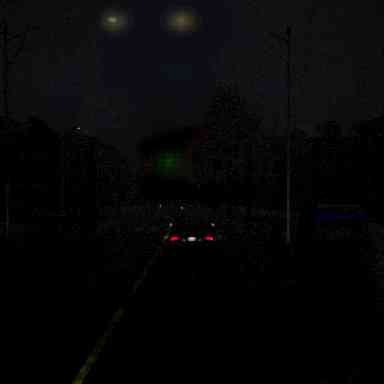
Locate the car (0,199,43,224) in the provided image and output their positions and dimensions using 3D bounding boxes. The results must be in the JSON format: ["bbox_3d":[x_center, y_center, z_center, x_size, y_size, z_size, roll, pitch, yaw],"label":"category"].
[{"bbox_3d":[-14.606,1.532,26.408,5.009,1.841,2.192,1,0,0],"label":"car"}]

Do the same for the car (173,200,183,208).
[{"bbox_3d":[-2.796,2.393,68.011,1.882,1.535,5.008,0,-1,0],"label":"car"}]

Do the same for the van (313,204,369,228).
[{"bbox_3d":[11.754,1.887,26.404,3.998,1.788,1.690,1,0,0],"label":"van"}]

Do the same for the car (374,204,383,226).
[{"bbox_3d":[17.160,1.931,26.404,5.009,1.841,2.192,1,0,0],"label":"car"}]

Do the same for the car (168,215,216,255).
[{"bbox_3d":[-0.008,1.687,13.977,2.033,1.411,5.357,0,-1,0],"label":"car"}]
